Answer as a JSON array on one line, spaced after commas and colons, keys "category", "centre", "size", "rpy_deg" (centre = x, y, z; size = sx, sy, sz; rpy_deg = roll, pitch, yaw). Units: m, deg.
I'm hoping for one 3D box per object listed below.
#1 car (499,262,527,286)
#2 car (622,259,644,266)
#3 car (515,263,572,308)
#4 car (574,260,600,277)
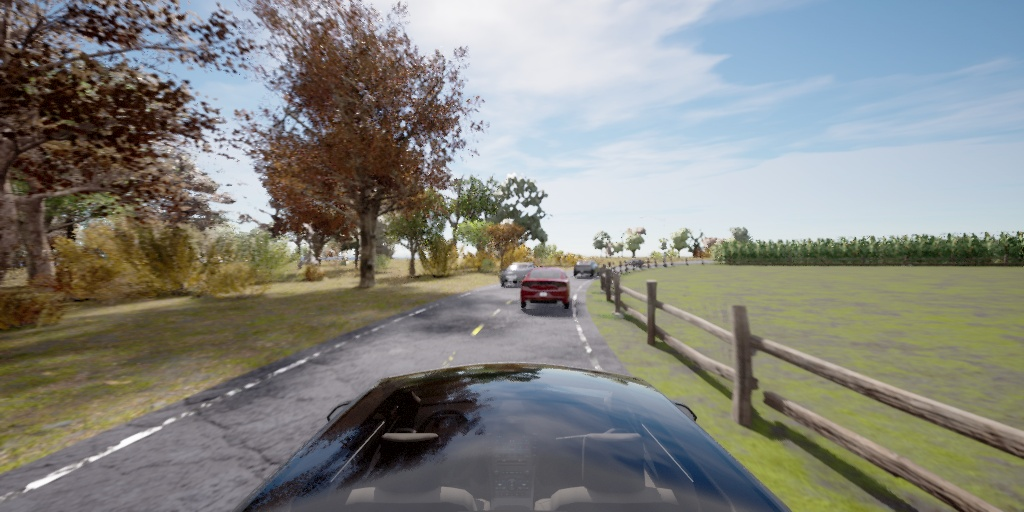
[{"category": "car", "centre": [0.613, 1.204, 24.441], "size": [2.128, 1.511, 4.902], "rpy_deg": [0, 0, 16]}, {"category": "car", "centre": [20.218, 1.074, 59.835], "size": [1.895, 1.301, 4.718], "rpy_deg": [0, 0, 41]}, {"category": "car", "centre": [1.533, 1.227, 15.394], "size": [1.882, 1.535, 5.008], "rpy_deg": [0, 0, 9]}, {"category": "car", "centre": [7.169, 1.147, 34.106], "size": [2.128, 1.511, 4.902], "rpy_deg": [0, 0, 23]}]
